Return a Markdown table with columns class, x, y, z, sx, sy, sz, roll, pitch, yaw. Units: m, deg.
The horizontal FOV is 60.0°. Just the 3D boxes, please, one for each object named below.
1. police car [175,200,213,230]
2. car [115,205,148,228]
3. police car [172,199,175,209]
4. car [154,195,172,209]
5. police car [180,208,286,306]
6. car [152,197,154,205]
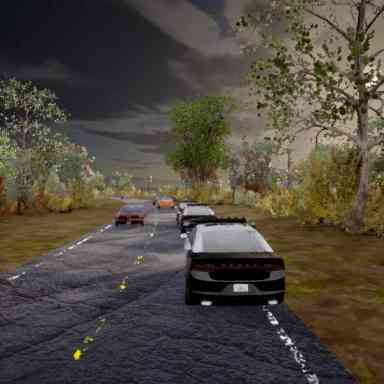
| class | x | y | z | sx | sy | sz | roll | pitch | yaw |
| --- | --- | --- | --- | --- | --- | --- | --- | --- | --- |
| police car | 0.242 | 1.424 | 18.303 | 1.930 | 1.638 | 5.238 | 0 | 0 | -4 |
| car | -4.069 | 1.600 | 22.652 | 1.895 | 1.301 | 4.718 | 0 | 0 | -5 |
| police car | -0.220 | 1.423 | 24.333 | 1.930 | 1.638 | 5.238 | 0 | 0 | -5 |
| car | -3.685 | 1.348 | 45.648 | 2.097 | 1.767 | 4.553 | 0 | 0 | -9 |
| police car | 0.745 | 1.425 | 8.237 | 1.930 | 1.638 | 5.238 | 0 | 0 | -2 |
| car | -5.858 | 1.346 | 57.945 | 2.097 | 1.767 | 4.553 | 0 | 0 | -12 |
